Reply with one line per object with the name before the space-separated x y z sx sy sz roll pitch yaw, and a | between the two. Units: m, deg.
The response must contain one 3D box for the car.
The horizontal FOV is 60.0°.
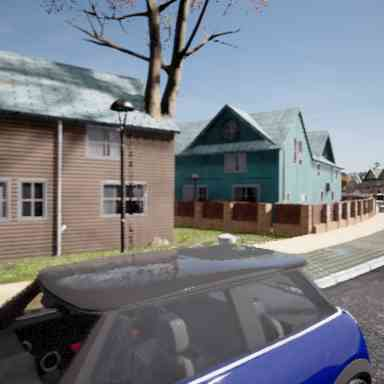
car | -0.634 1.340 2.462 4.553 1.767 2.097 0 0 -37
